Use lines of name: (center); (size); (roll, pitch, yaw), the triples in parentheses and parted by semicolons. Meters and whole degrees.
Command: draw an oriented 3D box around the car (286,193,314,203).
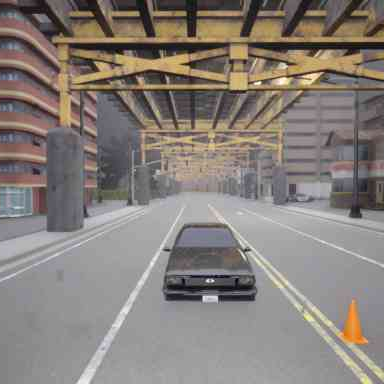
car: (17.480, 1.007, 54.792); (4.974, 1.542, 2.038); (0, 1, -20)

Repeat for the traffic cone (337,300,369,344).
traffic cone: (2.455, 1.949, 5.076); (0.340, 0.580, 0.340); (0, 0, 0)

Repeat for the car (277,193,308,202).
car: (17.829, 0.960, 58.949); (4.974, 1.542, 2.038); (0, 1, 25)

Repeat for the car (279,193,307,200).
car: (17.876, 0.802, 58.925); (4.536, 1.218, 1.853); (0, 1, 25)

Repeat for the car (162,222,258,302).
car: (0.364, 1.534, 8.684); (2.033, 1.411, 5.357); (0, 0, 1)

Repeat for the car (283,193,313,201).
car: (17.529, 0.849, 54.808); (4.536, 1.218, 1.853); (0, 1, -20)
